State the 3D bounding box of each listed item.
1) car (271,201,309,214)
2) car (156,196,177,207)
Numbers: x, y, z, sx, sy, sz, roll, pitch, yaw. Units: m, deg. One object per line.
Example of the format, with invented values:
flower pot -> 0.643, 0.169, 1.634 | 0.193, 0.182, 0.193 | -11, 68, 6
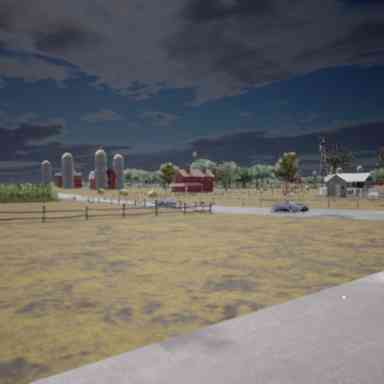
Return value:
car -> 10.983, 1.672, 37.368 | 1.994, 1.385, 4.181 | -2, 0, -36
car -> -4.494, 1.703, 59.029 | 2.097, 1.767, 4.553 | -2, 2, -35
